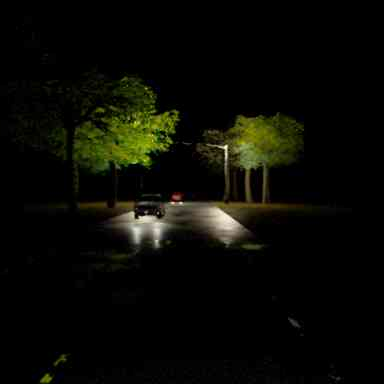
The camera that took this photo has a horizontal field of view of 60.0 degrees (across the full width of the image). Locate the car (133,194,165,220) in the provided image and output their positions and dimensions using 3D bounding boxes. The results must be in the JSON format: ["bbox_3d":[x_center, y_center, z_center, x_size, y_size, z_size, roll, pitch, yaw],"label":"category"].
[{"bbox_3d":[-3.497,1.191,28.189,2.150,2.045,5.566,0,0,0],"label":"car"}]

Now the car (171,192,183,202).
[{"bbox_3d":[-3.062,0.988,68.690,2.150,2.045,5.566,0,1,0],"label":"car"}]
